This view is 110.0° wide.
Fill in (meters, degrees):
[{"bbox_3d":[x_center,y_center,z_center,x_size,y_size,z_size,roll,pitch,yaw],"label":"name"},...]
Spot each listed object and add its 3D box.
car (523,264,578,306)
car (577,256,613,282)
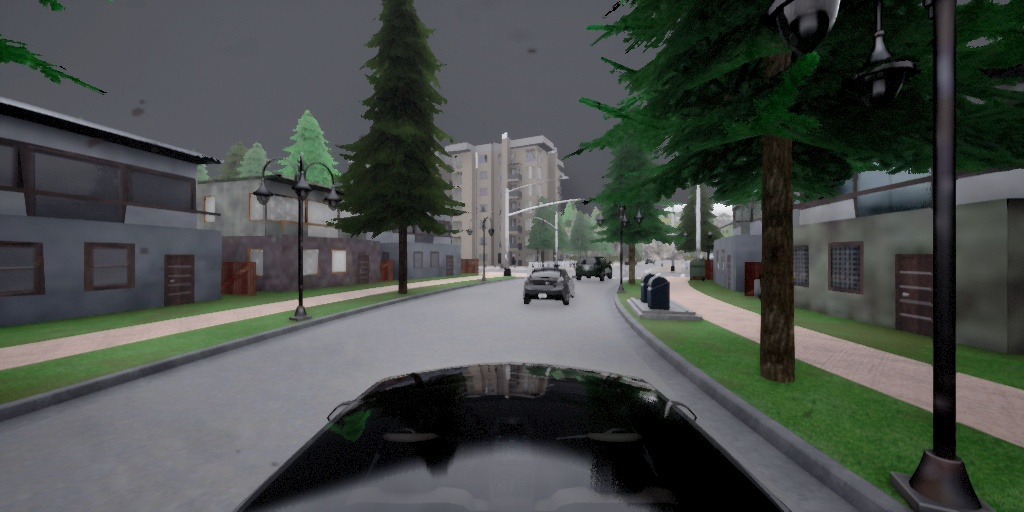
[{"bbox_3d":[1.733,1.264,15.944,1.837,1.490,4.892,0,0,14],"label":"car"},{"bbox_3d":[6.841,1.006,29.661,2.150,2.045,5.566,0,0,25],"label":"car"}]
